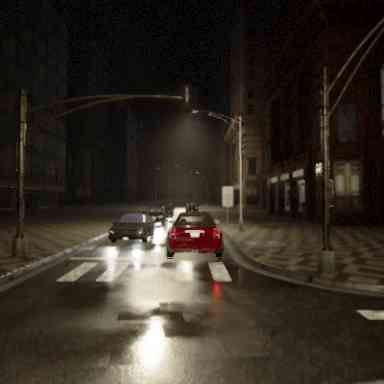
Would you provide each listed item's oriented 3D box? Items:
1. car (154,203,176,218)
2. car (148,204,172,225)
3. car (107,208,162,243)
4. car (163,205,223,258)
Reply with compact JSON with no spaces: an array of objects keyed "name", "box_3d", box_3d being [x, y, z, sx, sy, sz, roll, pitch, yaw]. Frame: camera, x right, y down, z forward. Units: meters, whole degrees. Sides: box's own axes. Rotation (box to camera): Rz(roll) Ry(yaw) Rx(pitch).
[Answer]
[{"name":"car","box_3d":[-3.053,2.105,38.578,2.128,1.511,4.902,0,-1,0]},{"name":"car","box_3d":[-3.096,1.947,28.225,2.128,1.511,4.902,0,-1,0]},{"name":"car","box_3d":[-3.101,1.847,18.281,2.033,1.411,5.357,0,-1,0]},{"name":"car","box_3d":[0.100,1.593,14.015,2.097,1.767,4.553,0,-1,0]}]
